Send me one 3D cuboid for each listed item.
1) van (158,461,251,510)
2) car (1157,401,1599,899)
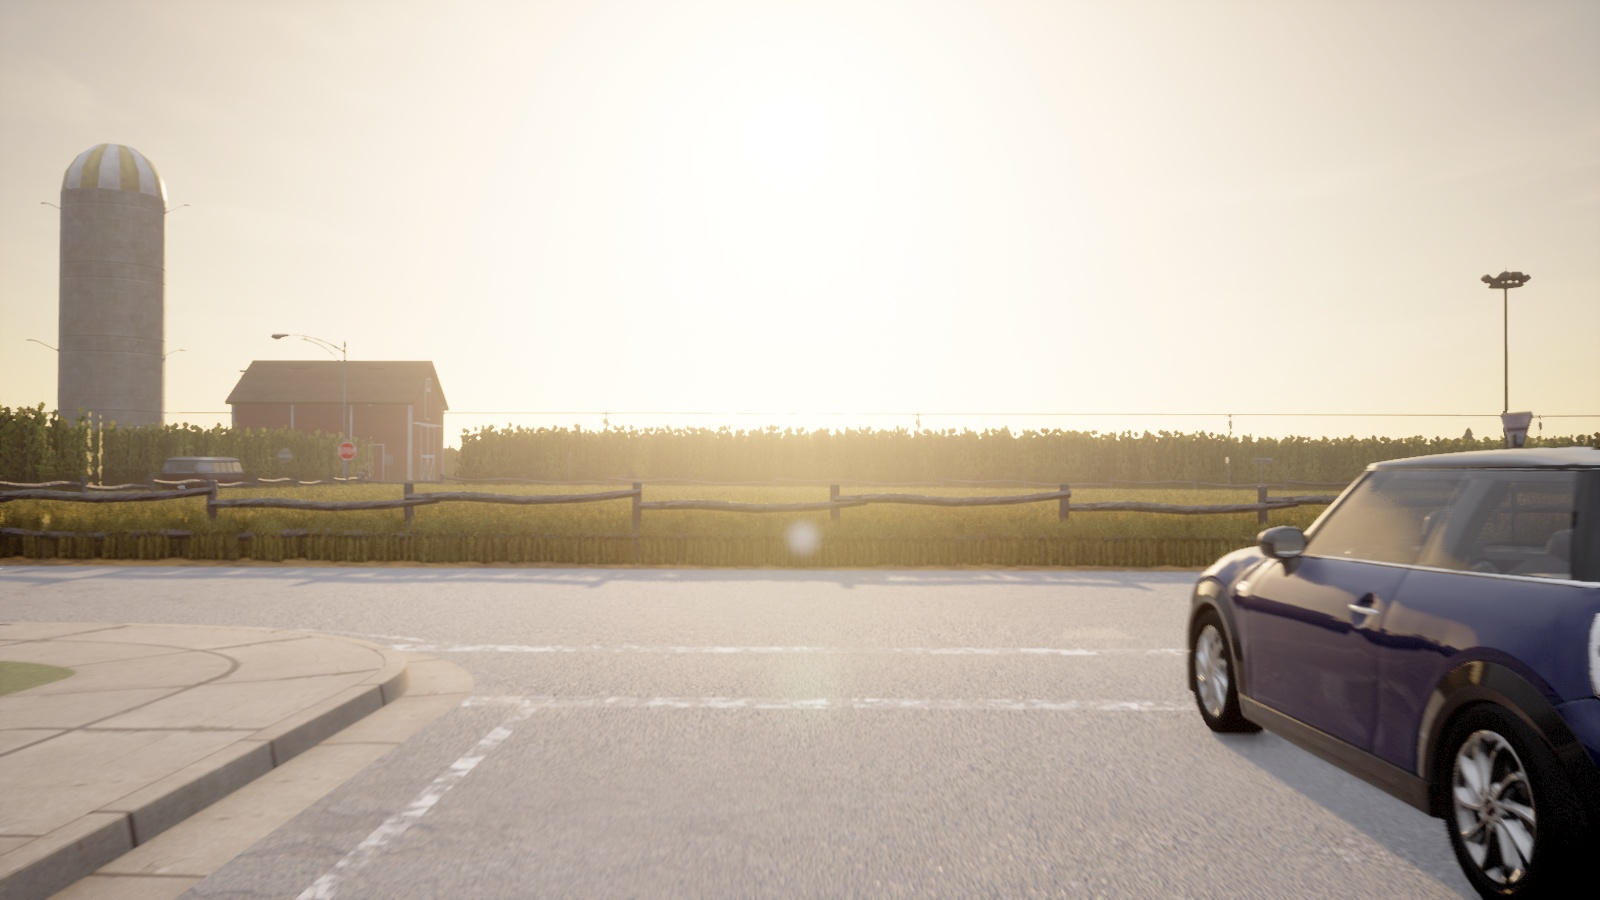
[{"bbox_3d":[-25.111,1.478,53.164,1.775,1.987,4.442,0,-1,1],"label":"van"},{"bbox_3d":[3.482,0.764,6.240,2.097,1.767,4.553,0,-1,0],"label":"car"}]
